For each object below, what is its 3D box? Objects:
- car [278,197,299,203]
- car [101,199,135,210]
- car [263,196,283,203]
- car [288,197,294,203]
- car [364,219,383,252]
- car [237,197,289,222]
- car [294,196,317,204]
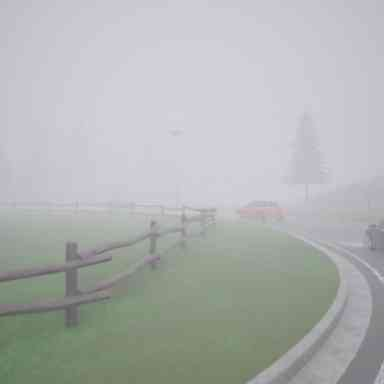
[{"bbox_3d":[23.670,1.954,81.543,5.357,1.411,2.033,0,0,-32],"label":"car"},{"bbox_3d":[-10.625,1.764,47.523,5.008,1.535,1.882,0,0,22],"label":"car"},{"bbox_3d":[20.399,1.914,83.636,5.008,1.535,1.882,0,0,-32],"label":"car"},{"bbox_3d":[25.510,1.934,78.566,5.357,1.411,2.033,0,0,-32],"label":"car"},{"bbox_3d":[7.485,1.557,11.422,1.837,1.490,4.892,0,0,12],"label":"car"},{"bbox_3d":[5.625,1.501,27.960,2.097,1.767,4.553,0,0,-23],"label":"car"},{"bbox_3d":[25.945,1.731,74.722,4.553,1.767,2.097,0,0,-32],"label":"car"}]
